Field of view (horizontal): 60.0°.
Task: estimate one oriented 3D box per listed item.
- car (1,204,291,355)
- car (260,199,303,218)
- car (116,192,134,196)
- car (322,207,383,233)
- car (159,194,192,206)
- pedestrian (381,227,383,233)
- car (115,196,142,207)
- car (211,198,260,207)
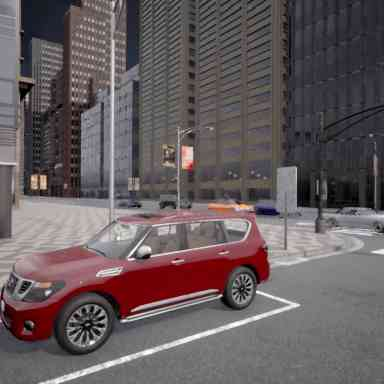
[{"bbox_3d":[-0.683,1.315,6.282,5.009,1.841,2.192,0,0,-36],"label":"car"},{"bbox_3d":[7.585,1.407,29.658,2.097,1.767,4.553,1,-1,-36],"label":"car"},{"bbox_3d":[-11.141,1.024,55.833,2.150,2.045,5.566,1,-1,-36],"label":"car"},{"bbox_3d":[10.139,1.592,19.766,1.895,1.301,4.718,0,0,-29],"label":"car"},{"bbox_3d":[-2.219,1.339,43.287,2.150,2.045,5.566,1,0,-36],"label":"car"},{"bbox_3d":[6.945,1.295,11.543,0.375,1.860,0.375,1,0,-36],"label":"pedestrian"},{"bbox_3d":[-8.933,1.672,47.078,2.033,1.411,5.357,1,-1,-35],"label":"car"},{"bbox_3d":[3.460,1.392,29.827,2.097,1.767,4.553,1,-1,-36],"label":"car"}]
